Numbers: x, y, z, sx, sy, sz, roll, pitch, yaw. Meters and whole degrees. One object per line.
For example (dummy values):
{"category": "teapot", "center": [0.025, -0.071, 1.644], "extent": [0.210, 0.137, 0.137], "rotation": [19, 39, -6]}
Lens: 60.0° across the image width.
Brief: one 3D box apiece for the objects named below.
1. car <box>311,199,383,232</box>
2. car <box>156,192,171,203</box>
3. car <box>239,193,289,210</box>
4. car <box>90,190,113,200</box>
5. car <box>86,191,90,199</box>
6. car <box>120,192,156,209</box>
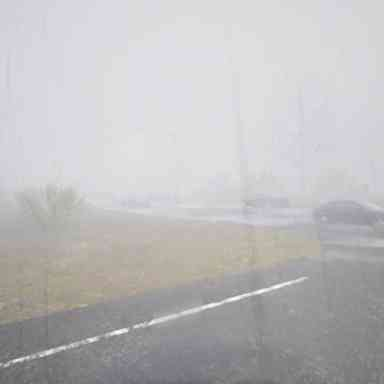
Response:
{"category": "car", "center": [8.376, 1.093, 16.955], "extent": [1.812, 1.442, 4.674], "rotation": [-2, 1, -37]}
{"category": "car", "center": [-4.789, 0.725, 45.692], "extent": [1.882, 1.535, 5.008], "rotation": [-2, 1, -37]}
{"category": "car", "center": [6.568, 0.807, 30.842], "extent": [1.882, 1.535, 5.008], "rotation": [-2, 1, -37]}
{"category": "car", "center": [-16.212, 0.509, 60.619], "extent": [2.097, 1.767, 4.553], "rotation": [-2, 1, -37]}
{"category": "car", "center": [-19.927, 0.476, 65.476], "extent": [2.097, 1.767, 4.553], "rotation": [-2, 1, -37]}
{"category": "car", "center": [-6.196, 0.989, 36.016], "extent": [1.812, 1.442, 4.674], "rotation": [-2, 1, -37]}
